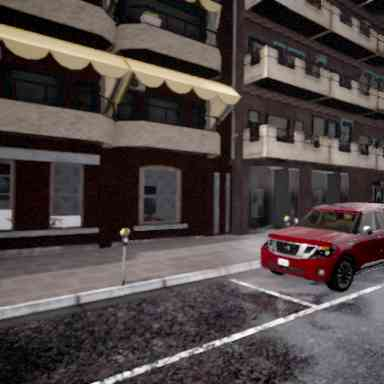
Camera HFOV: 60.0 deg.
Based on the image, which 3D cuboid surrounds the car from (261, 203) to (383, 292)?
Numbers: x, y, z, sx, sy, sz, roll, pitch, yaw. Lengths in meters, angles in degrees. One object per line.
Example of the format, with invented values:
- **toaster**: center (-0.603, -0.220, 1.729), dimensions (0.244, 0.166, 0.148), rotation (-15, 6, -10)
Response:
- **car**: center (4.133, 1.263, 9.010), dimensions (5.009, 1.841, 2.192), rotation (0, 2, -35)
